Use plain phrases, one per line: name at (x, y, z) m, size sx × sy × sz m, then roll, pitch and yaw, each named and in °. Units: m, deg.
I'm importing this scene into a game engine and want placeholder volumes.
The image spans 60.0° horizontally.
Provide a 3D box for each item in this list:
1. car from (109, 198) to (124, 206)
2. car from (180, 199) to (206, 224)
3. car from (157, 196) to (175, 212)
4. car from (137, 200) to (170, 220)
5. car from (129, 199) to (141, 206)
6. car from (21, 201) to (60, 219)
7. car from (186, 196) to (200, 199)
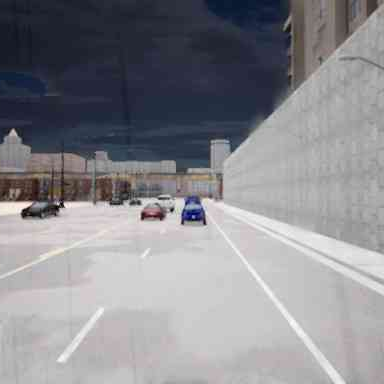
car at (-13.986, 1.890, 61.901) m, size 2.033 × 1.411 × 5.357 m, roll 0°, pitch 0°, yaw 0°
car at (0.112, 1.624, 26.116) m, size 1.882 × 1.535 × 5.008 m, roll 0°, pitch 0°, yaw 0°
car at (-3.433, 1.465, 43.268) m, size 2.150 × 2.045 × 5.566 m, roll 0°, pitch 0°, yaw 0°
car at (-3.391, 1.731, 29.854) m, size 1.994 × 1.385 × 4.181 m, roll 0°, pitch 0°, yaw 0°
car at (-10.498, 1.905, 61.981) m, size 1.994 × 1.385 × 4.181 m, roll 0°, pitch 0°, yaw 1°
car at (-13.997, 1.648, 30.951) m, size 1.882 × 1.535 × 5.008 m, roll 0°, pitch -1°, yaw 0°
car at (0.112, 1.463, 42.970) m, size 2.150 × 2.045 × 5.566 m, roll 0°, pitch 0°, yaw 0°
